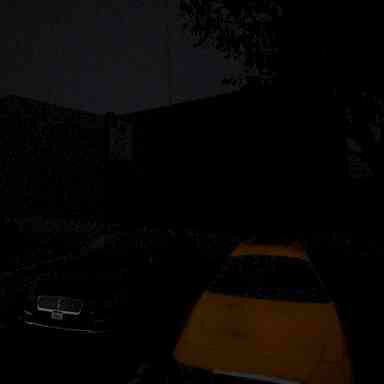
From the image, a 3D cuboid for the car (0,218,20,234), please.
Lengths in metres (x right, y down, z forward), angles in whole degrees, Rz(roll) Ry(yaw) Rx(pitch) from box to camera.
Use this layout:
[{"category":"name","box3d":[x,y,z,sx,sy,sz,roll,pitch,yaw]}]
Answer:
[{"category":"car","box3d":[-8.539,1.528,12.203,2.002,1.452,4.674,1,-1,16]}]

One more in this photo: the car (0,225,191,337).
[{"category":"car","box3d":[-1.218,1.487,6.967,2.231,1.521,4.892,1,-1,16]}]

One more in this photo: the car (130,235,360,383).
[{"category":"car","box3d":[1.170,1.480,5.038,1.946,1.575,5.366,1,-1,16]}]
